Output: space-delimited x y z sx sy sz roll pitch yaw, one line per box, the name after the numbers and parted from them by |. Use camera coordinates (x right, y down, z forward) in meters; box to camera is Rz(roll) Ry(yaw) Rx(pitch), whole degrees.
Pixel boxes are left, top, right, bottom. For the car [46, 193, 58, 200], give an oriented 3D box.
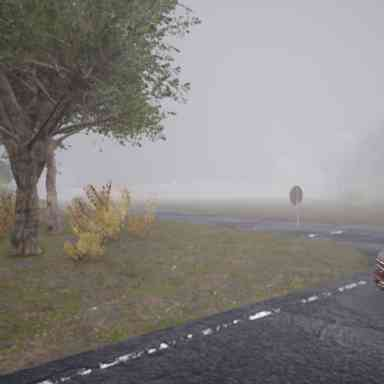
-35.654 1.070 85.001 2.150 2.045 5.566 0 0 -28 | car

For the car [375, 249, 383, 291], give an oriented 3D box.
6.024 1.369 7.384 5.008 1.535 1.882 -1 0 -34 | car
